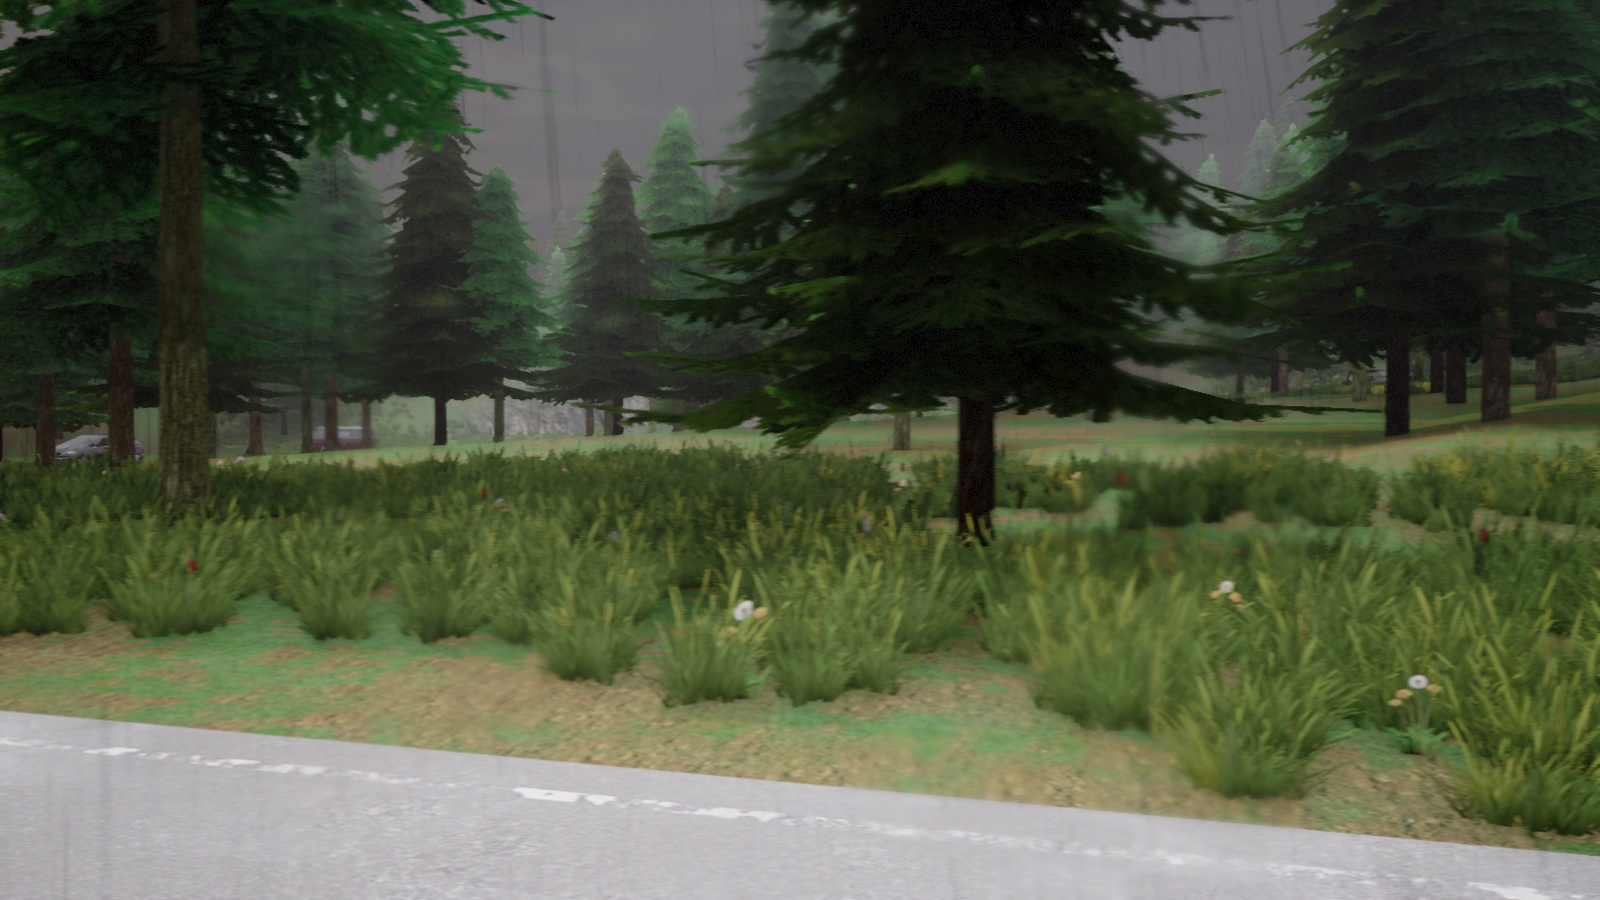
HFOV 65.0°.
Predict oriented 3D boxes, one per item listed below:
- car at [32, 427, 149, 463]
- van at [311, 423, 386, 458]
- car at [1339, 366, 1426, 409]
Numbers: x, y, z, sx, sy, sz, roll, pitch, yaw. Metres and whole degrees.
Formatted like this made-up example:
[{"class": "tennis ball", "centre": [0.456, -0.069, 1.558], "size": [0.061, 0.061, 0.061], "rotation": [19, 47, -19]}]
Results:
[{"class": "car", "centre": [-33.987, -0.283, 60.298], "size": [2.242, 1.667, 4.611], "rotation": [1, 1, 18]}, {"class": "van", "centre": [-26.352, -0.555, 73.385], "size": [1.775, 1.987, 4.442], "rotation": [1, 1, 18]}, {"class": "car", "centre": [32.614, -3.469, 70.366], "size": [1.905, 1.878, 3.866], "rotation": [0, -4, -41]}]
